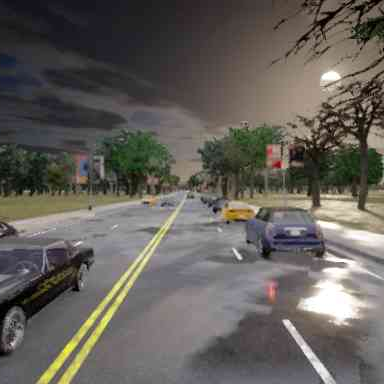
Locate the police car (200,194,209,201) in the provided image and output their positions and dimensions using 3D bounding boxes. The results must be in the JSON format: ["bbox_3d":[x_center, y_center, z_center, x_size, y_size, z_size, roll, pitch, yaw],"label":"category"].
[{"bbox_3d":[2.908,1.226,79.189,1.930,1.638,5.238,0,0,0],"label":"police car"}]

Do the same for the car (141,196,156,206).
[{"bbox_3d":[-6.715,1.346,51.402,1.882,1.535,5.008,0,0,0],"label":"car"}]

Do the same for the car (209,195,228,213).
[{"bbox_3d":[3.178,1.341,35.058,2.033,1.649,4.856,0,0,0],"label":"car"}]

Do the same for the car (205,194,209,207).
[{"bbox_3d":[3.129,1.386,46.064,1.837,1.490,4.892,0,0,0],"label":"car"}]

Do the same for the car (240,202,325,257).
[{"bbox_3d":[3.339,1.317,12.846,2.097,1.767,4.553,0,0,0],"label":"car"}]

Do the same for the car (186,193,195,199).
[{"bbox_3d":[-0.415,1.004,88.017,2.097,1.767,4.553,0,0,-1],"label":"car"}]

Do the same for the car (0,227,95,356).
[{"bbox_3d":[-3.354,1.584,6.136,1.895,1.301,4.718,0,0,0],"label":"car"}]

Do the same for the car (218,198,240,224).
[{"bbox_3d":[3.213,1.415,24.053,1.882,1.535,5.008,0,0,0],"label":"car"}]

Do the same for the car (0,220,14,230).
[{"bbox_3d":[-6.608,1.480,9.077,1.837,1.490,4.892,0,0,0],"label":"car"}]

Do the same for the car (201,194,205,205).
[{"bbox_3d":[3.068,1.207,57.038,2.097,1.767,4.553,0,0,0],"label":"car"}]

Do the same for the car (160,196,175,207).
[{"bbox_3d":[-3.459,1.382,47.315,1.837,1.490,4.892,0,1,0],"label":"car"}]
